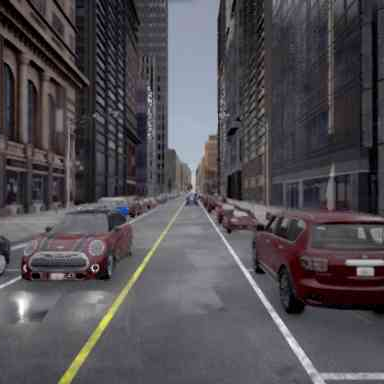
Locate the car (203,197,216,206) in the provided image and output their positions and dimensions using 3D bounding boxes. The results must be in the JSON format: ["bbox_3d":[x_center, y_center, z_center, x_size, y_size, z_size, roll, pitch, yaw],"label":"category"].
[{"bbox_3d":[2.668,1.483,52.525,1.802,1.307,4.206,1,0,0],"label":"car"}]

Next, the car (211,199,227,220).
[{"bbox_3d":[2.672,1.506,24.403,1.887,1.381,4.507,1,0,0],"label":"car"}]

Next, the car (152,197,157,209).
[{"bbox_3d":[-5.856,1.471,41.279,1.887,1.381,4.507,1,0,0],"label":"car"}]

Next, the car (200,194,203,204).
[{"bbox_3d":[2.671,1.229,46.900,2.192,1.841,5.009,1,0,0],"label":"car"}]

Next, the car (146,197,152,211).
[{"bbox_3d":[-5.855,1.489,35.654,2.008,1.369,4.403,1,0,0],"label":"car"}]

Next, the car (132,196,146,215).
[{"bbox_3d":[-5.852,1.265,30.029,2.192,1.841,5.009,1,0,0],"label":"car"}]

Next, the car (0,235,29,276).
[{"bbox_3d":[-5.852,1.541,7.530,2.008,1.369,4.403,1,0,0],"label":"car"}]

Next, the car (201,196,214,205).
[{"bbox_3d":[2.667,1.438,58.149,2.008,1.369,4.403,1,0,0],"label":"car"}]

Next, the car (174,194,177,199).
[{"bbox_3d":[-5.865,1.375,91.900,1.947,1.339,4.313,1,0,0],"label":"car"}]

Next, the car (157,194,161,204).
[{"bbox_3d":[-5.857,1.440,46.734,1.752,1.417,4.829,1,0,0],"label":"car"}]

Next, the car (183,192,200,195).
[{"bbox_3d":[-0.009,1.234,60.662,2.097,1.767,4.553,0,0,0],"label":"car"}]

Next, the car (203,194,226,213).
[{"bbox_3d":[2.673,1.254,35.651,2.192,1.841,5.009,1,0,0],"label":"car"}]

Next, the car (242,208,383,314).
[{"bbox_3d":[2.677,1.306,7.528,2.192,1.841,5.009,1,0,0],"label":"car"}]

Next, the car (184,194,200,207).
[{"bbox_3d":[-0.008,1.431,50.690,1.812,1.442,4.674,0,0,0],"label":"car"}]

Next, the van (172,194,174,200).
[{"bbox_3d":[-5.860,1.176,80.651,1.690,1.788,3.998,1,0,0],"label":"van"}]

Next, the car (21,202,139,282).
[{"bbox_3d":[-3.077,1.339,9.873,2.097,1.767,4.553,0,0,0],"label":"car"}]

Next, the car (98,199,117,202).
[{"bbox_3d":[-5.852,1.412,18.780,1.967,1.590,4.097,1,0,0],"label":"car"}]

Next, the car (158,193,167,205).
[{"bbox_3d":[-5.859,1.432,58.153,1.887,1.381,4.507,1,0,0],"label":"car"}]

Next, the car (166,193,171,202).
[{"bbox_3d":[-5.857,1.189,63.777,2.192,1.841,5.009,1,0,0],"label":"car"}]

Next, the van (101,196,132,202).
[{"bbox_3d":[-5.851,1.302,24.404,1.690,1.788,3.998,1,0,0],"label":"van"}]

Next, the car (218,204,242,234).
[{"bbox_3d":[2.673,1.554,18.778,1.802,1.307,4.206,1,0,0],"label":"car"}]
